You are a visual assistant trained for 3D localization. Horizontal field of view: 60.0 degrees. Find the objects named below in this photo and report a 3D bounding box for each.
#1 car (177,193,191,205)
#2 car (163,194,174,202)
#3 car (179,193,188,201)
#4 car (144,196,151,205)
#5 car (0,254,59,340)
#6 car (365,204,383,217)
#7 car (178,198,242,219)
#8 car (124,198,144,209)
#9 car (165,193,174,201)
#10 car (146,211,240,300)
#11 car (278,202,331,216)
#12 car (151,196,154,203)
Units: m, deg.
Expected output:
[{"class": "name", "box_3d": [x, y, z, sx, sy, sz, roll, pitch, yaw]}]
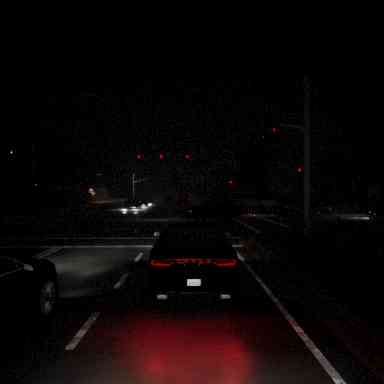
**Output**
[{"class": "car", "box_3d": [-1.408, 1.221, 57.406, 2.150, 2.045, 5.566, 0, 0, -1]}, {"class": "car", "box_3d": [-5.430, 1.533, 74.624, 2.033, 1.411, 5.357, 0, 0, -1]}, {"class": "car", "box_3d": [-2.200, 1.225, 85.058, 2.150, 2.045, 5.566, 0, 0, -1]}, {"class": "car", "box_3d": [-8.540, 1.601, 56.381, 1.895, 1.301, 4.718, 0, 0, -1]}, {"class": "car", "box_3d": [-3.468, 1.492, 4.469, 2.128, 1.511, 4.902, 0, 0, 0]}, {"class": "car", "box_3d": [17.517, 1.564, 29.124, 4.181, 1.385, 1.994, 0, 0, -2]}, {"class": "car", "box_3d": [1.694, 1.477, 27.674, 5.008, 1.535, 1.882, 0, 0, -15]}, {"class": "car", "box_3d": [-8.285, 1.526, 46.500, 1.812, 1.442, 4.674, 0, 0, -1]}, {"class": "car", "box_3d": [-5.705, 1.270, 85.229, 2.097, 1.767, 4.553, 0, 0, -1]}, {"class": "car", "box_3d": [0.000, 1.478, 8.461, 1.882, 1.535, 5.008, 0, 0, -1]}, {"class": "car", "box_3d": [10.859, 1.601, 32.434, 4.718, 1.301, 1.895, 0, 0, -2]}, {"class": "car", "box_3d": [-8.752, 1.491, 66.807, 2.128, 1.511, 4.902, 0, 0, -1]}]
